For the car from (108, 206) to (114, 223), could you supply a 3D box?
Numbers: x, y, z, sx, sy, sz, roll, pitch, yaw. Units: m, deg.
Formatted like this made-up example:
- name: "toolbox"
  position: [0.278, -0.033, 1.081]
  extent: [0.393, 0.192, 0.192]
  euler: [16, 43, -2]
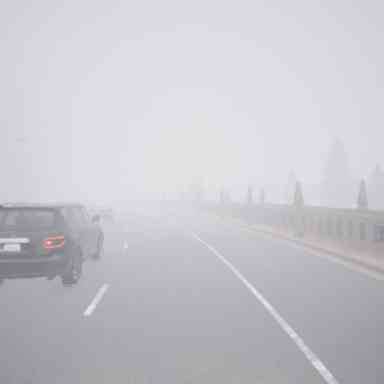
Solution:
- name: "car"
  position: [-7.500, 1.798, 27.344]
  extent: [1.895, 1.301, 4.718]
  euler: [0, 0, -16]

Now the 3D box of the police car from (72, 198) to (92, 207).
- name: "police car"
  position: [-21.440, 1.928, 64.716]
  extent: [1.930, 1.638, 5.238]
  euler: [0, 0, -38]

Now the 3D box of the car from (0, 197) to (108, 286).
- name: "car"
  position: [-4.065, 1.294, 9.716]
  extent: [2.150, 2.045, 5.566]
  euler: [0, 0, -6]

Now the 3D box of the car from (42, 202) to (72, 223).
- name: "car"
  position: [-11.883, 1.735, 29.600]
  extent: [2.128, 1.511, 4.902]
  euler: [0, 0, -18]
